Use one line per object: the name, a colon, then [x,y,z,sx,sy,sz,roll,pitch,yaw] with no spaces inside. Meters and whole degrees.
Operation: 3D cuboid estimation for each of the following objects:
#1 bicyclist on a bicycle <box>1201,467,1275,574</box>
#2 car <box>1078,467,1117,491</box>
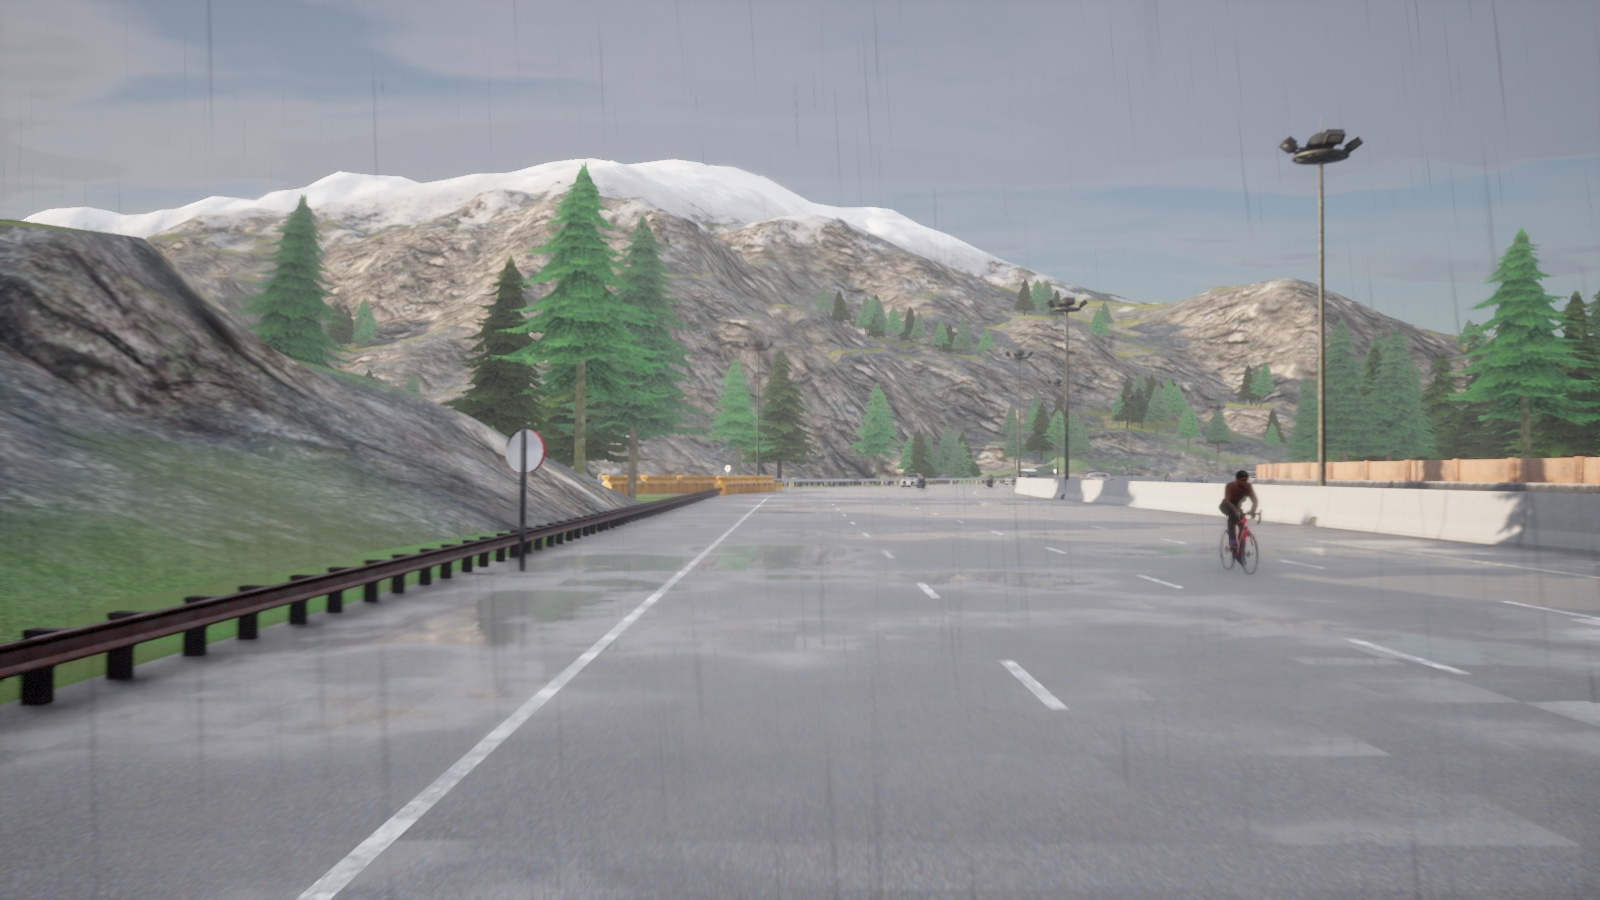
bicyclist on a bicycle: [6.950,1.093,19.992,0.582,1.620,1.656,0,-1,0]
car: [21.677,2.120,91.737,2.152,1.651,5.027,0,-1,6]
